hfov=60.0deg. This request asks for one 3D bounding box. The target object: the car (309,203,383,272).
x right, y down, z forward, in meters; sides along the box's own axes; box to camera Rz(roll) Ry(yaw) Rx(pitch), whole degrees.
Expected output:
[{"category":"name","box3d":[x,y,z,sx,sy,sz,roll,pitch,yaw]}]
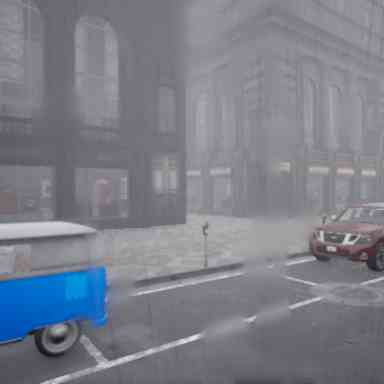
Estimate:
[{"category":"car","box3d":[6.030,1.299,10.952,5.009,1.841,2.192,0,0,-36]}]

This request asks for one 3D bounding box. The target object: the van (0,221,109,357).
[{"category":"van","box3d":[-3.146,1.344,4.405,3.998,1.788,1.690,0,0,-36]}]
